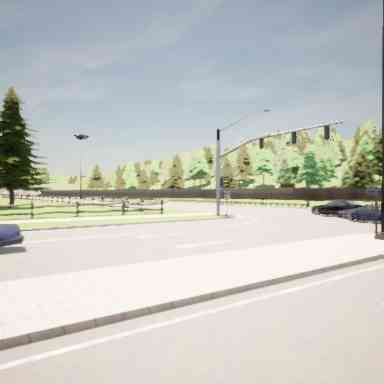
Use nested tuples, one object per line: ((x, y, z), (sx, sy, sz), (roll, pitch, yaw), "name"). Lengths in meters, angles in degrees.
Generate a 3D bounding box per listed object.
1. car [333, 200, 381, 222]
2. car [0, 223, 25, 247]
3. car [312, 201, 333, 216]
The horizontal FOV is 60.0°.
((13.673, 1.572, 24.615), (2.033, 1.411, 5.357), (0, 0, -36), "car")
((-8.893, 1.547, 11.660), (5.357, 1.411, 2.033), (0, 0, -35), "car")
((13.530, 1.505, 30.751), (1.882, 1.535, 5.008), (0, 0, -36), "car")
